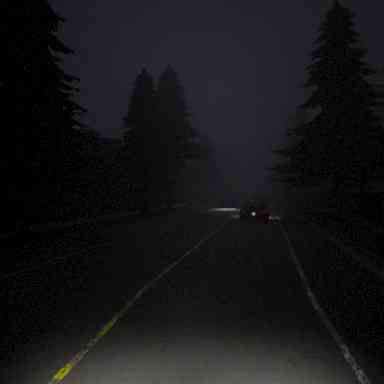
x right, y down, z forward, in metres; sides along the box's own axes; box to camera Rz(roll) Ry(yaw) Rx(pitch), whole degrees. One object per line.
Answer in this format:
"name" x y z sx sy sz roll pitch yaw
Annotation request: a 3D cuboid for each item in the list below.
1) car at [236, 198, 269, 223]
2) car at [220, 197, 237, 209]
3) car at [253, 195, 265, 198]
"car" 4.515 1.412 23.988 1.994 1.385 4.181 0 0 12
"car" 4.636 1.289 41.213 1.994 1.385 4.181 0 0 12
"car" 8.235 1.097 40.802 2.097 1.767 4.553 0 0 13
